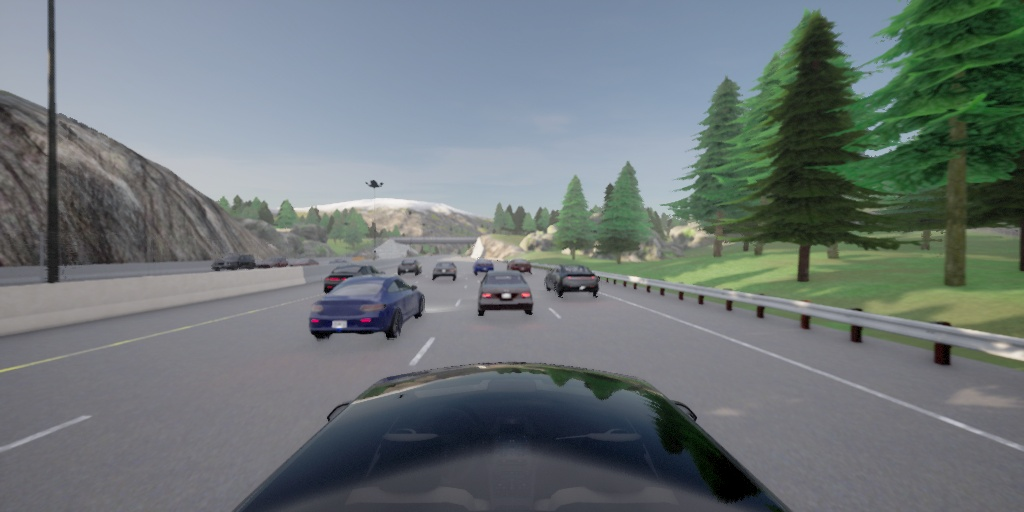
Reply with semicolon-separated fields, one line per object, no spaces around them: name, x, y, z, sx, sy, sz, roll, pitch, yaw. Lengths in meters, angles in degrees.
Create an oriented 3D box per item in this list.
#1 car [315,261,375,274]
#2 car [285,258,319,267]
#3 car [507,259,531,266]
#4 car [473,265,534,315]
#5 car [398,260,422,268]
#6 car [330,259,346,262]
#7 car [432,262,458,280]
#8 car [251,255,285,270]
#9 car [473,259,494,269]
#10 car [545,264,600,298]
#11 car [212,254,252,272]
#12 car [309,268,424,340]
car;-7.714;1.176;18.058;1.837;1.490;4.892;0;0;-4
car;-25.655;1.030;44.471;1.882;1.535;5.008;0;0;-9
car;0.639;1.033;36.038;1.882;1.535;5.008;0;0;-8
car;-0.319;1.233;13.269;2.033;1.411;5.357;0;0;-3
car;-9.731;1.074;34.390;2.128;1.511;4.902;0;0;-9
car;-22.414;1.100;46.402;1.994;1.385;4.181;0;0;-9
car;-5.408;1.152;29.171;2.033;1.411;5.357;0;0;-8
car;-29.083;0.914;43.763;2.097;1.767;4.553;0;0;-9
car;-2.896;1.039;36.010;1.882;1.535;5.008;0;0;-9
car;2.832;1.147;17.775;2.128;1.511;4.902;0;0;-4
car;-32.354;0.799;42.018;2.150;2.045;5.566;0;0;-9
car;-3.678;1.237;9.735;1.812;1.442;4.674;0;0;-2
